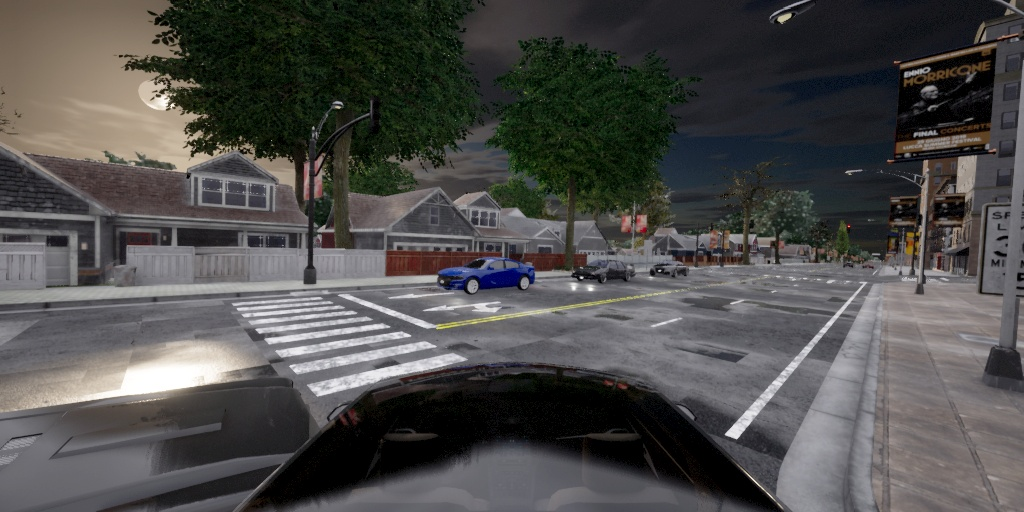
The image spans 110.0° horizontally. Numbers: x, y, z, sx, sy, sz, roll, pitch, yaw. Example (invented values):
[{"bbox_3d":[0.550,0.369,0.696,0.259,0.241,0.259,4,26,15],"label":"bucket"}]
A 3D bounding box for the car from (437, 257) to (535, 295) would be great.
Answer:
[{"bbox_3d":[-1.065,0.802,16.509,5.008,1.535,1.882,0,2,-44],"label":"car"}]

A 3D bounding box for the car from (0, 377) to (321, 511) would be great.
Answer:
[{"bbox_3d":[-3.315,1.284,1.331,4.718,1.301,1.895,1,2,-34],"label":"car"}]

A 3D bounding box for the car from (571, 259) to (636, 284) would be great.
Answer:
[{"bbox_3d":[6.125,0.936,23.403,5.357,1.411,2.033,1,2,-44],"label":"car"}]

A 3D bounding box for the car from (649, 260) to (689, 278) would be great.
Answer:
[{"bbox_3d":[13.347,1.021,30.299,4.181,1.385,1.994,1,2,-44],"label":"car"}]
